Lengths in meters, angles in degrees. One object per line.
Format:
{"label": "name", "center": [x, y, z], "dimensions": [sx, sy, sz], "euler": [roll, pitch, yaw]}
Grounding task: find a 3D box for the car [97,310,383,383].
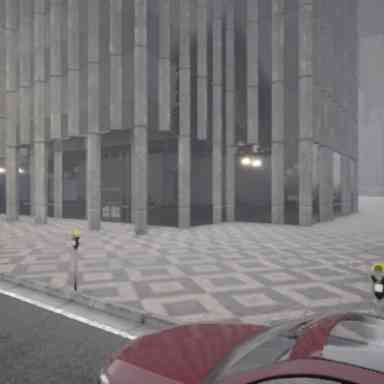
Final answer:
{"label": "car", "center": [1.080, 1.582, 2.311], "dimensions": [4.206, 1.307, 1.802], "euler": [0, 0, 35]}
